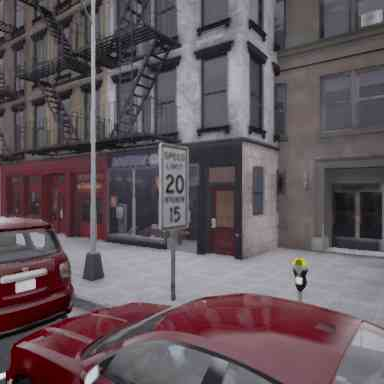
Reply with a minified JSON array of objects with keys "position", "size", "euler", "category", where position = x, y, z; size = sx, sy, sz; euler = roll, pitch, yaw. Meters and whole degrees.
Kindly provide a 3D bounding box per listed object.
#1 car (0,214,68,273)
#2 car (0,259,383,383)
[{"position":[-4.125,1.314,5.752],"size":[5.009,1.841,2.192],"euler":[0,0,36],"category":"car"},{"position":[0.279,1.543,2.611],"size":[4.507,1.381,1.887],"euler":[0,0,36],"category":"car"}]
